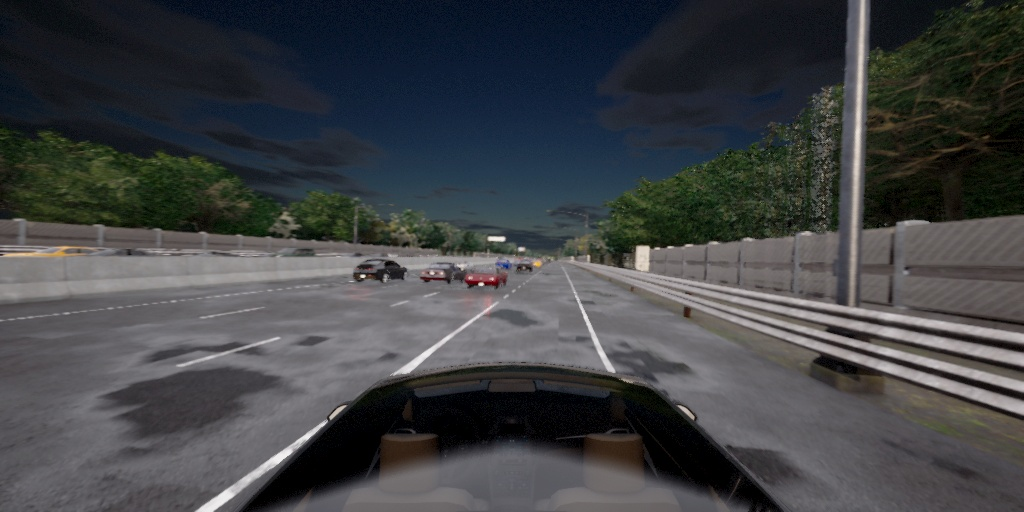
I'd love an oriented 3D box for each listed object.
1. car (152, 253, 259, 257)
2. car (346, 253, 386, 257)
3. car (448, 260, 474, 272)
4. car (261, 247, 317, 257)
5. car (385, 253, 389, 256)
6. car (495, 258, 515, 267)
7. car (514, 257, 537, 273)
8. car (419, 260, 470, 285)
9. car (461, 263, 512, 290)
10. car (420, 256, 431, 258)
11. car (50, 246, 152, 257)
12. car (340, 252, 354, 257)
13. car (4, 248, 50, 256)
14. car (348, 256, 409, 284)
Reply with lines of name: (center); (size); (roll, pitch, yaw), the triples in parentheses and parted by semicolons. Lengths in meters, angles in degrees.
car: (-19.113, 0.528, 22.707); (1.837, 1.490, 4.892); (2, 0, 8)
car: (-16.661, 0.692, 41.203); (1.994, 1.385, 4.181); (2, 0, 8)
car: (-5.906, 1.146, 42.094); (1.895, 1.301, 4.718); (2, 0, 7)
car: (-23.958, 0.065, 39.322); (2.150, 2.045, 5.566); (2, 0, 8)
car: (-21.474, 0.307, 58.166); (2.097, 1.767, 4.553); (2, 0, 7)
car: (-1.165, 1.216, 51.541); (1.882, 1.535, 5.008); (2, 0, 7)
car: (1.794, 1.326, 47.115); (1.882, 1.535, 5.008); (2, 0, 7)
car: (-4.638, 1.132, 24.769); (2.033, 1.411, 5.357); (2, 0, 8)
car: (-1.433, 1.308, 22.345); (1.895, 1.301, 4.718); (2, 0, 8)
car: (-14.369, 0.752, 58.583); (1.882, 1.535, 5.008); (2, 0, 7)
car: (-26.051, 0.259, 23.581); (1.837, 1.490, 4.892); (2, 0, 8)
car: (-25.213, 0.224, 56.483); (2.097, 1.767, 4.553); (2, -1, 7)
car: (-29.562, 0.096, 23.677); (1.882, 1.535, 5.008); (2, 0, 8)
car: (-8.364, 0.946, 23.261); (1.837, 1.490, 4.892); (2, 0, 8)
